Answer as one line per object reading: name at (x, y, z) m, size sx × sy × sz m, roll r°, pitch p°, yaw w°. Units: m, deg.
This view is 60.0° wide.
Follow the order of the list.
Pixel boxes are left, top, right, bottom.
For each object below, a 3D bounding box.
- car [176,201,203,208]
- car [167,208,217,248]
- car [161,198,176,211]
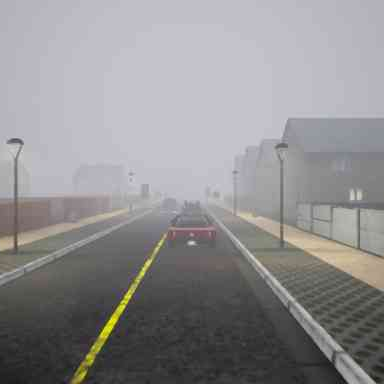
car at (0.000, 1.499, 29.651) m, size 2.128 × 1.511 × 4.902 m, roll 0°, pitch 0°, yaw 0°
car at (0.000, 1.617, 14.680) m, size 1.895 × 1.301 × 4.718 m, roll 0°, pitch 0°, yaw 0°
car at (-2.750, 1.567, 41.651) m, size 1.837 × 1.490 × 4.892 m, roll 0°, pitch 0°, yaw 0°
